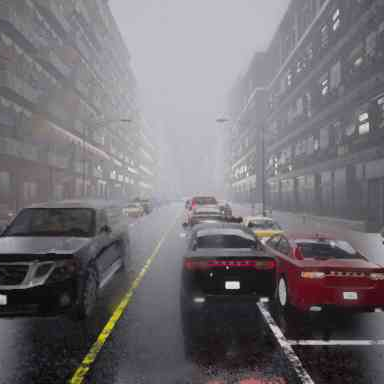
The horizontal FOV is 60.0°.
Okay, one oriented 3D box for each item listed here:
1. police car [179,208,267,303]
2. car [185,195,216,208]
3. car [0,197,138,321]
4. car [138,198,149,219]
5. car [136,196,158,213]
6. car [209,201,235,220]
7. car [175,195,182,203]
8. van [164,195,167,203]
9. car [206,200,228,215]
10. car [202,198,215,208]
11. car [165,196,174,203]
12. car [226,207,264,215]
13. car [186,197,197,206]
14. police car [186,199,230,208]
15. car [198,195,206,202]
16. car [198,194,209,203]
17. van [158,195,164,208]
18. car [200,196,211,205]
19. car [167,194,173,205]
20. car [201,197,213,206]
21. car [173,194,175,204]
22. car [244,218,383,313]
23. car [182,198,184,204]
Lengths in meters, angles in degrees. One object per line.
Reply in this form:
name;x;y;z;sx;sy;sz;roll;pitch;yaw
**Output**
police car;0.701;1.432;8.410;1.930;1.638;5.238;0;0;0
car;0.804;1.256;24.340;2.150;2.045;5.566;0;0;0
car;-2.856;1.227;7.633;2.150;2.045;5.566;0;0;0
car;-5.321;1.567;29.646;1.752;1.417;4.829;2;0;0
car;-5.320;1.369;35.348;2.192;1.841;5.009;2;0;0
car;2.559;1.587;29.759;1.887;1.381;4.507;1;0;0
car;-2.810;1.696;71.058;1.812;1.442;4.674;0;0;0
van;-5.335;1.441;51.938;1.690;1.788;3.998;1;0;0
car;2.554;1.604;35.291;2.008;1.369;4.403;1;0;0
car;2.541;1.644;51.883;1.887;1.381;4.507;1;0;0
car;-5.363;1.774;79.590;1.947;1.339;4.313;1;0;0
car;2.573;1.538;13.339;1.752;1.417;4.829;1;0;0
car;-0.049;1.650;59.027;1.812;1.442;4.674;0;0;0
police car;0.809;1.445;18.415;1.930;1.638;5.238;0;0;0
car;2.481;1.675;85.069;1.967;1.590;4.097;1;0;0
car;2.494;1.498;74.007;2.192;1.841;5.009;1;0;0
van;-5.329;1.423;46.406;1.690;1.788;3.998;2;0;0
car;2.542;1.579;62.945;1.967;1.590;4.097;1;0;0
car;-5.343;1.454;62.999;2.192;1.841;5.009;1;0;0
car;2.536;1.663;57.412;1.887;1.381;4.507;1;0;0
car;-5.348;1.476;68.529;2.192;1.841;5.009;1;0;0
car;2.577;1.551;7.637;1.887;1.381;4.507;1;0;0
car;-0.022;1.681;45.913;1.895;1.301;4.718;0;0;0
